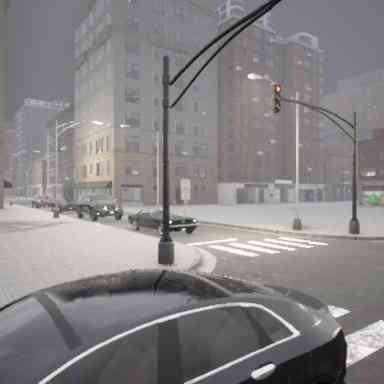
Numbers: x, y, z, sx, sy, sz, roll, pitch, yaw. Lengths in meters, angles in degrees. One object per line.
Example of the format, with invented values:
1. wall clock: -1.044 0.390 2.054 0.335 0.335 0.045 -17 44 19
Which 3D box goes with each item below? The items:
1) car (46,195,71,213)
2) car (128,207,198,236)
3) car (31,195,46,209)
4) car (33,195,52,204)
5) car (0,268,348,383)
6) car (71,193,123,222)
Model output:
1. car: -13.213 1.308 34.287 1.882 1.535 5.008 0 0 -36
2. car: -1.695 1.524 18.129 1.895 1.301 4.718 0 0 -36
3. car: -19.118 1.136 42.622 2.097 1.767 4.553 0 0 -35
4. car: -25.467 1.266 56.518 2.033 1.411 5.357 0 0 -35
5. car: -0.740 1.505 2.543 4.892 1.490 1.837 0 0 -35
6. car: -7.341 1.098 26.032 2.150 2.045 5.566 0 0 -35
